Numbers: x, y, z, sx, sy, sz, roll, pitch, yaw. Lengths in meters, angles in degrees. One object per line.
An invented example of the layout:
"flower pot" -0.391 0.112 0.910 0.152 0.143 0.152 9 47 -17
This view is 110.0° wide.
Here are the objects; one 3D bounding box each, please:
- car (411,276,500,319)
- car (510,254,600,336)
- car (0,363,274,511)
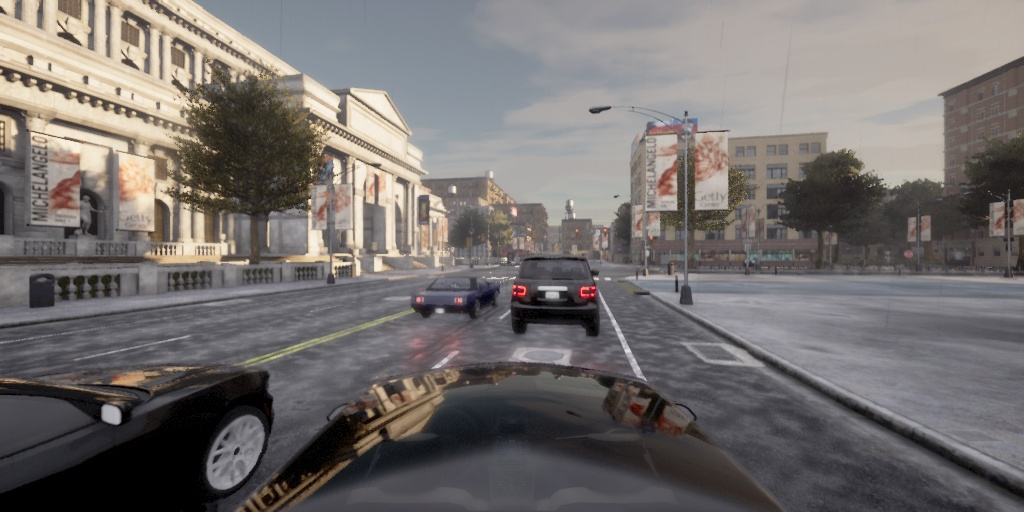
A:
"car" -1.747 1.347 12.865 1.895 1.301 4.718 0 0 10
"car" 1.382 0.968 10.644 2.150 2.045 5.566 0 0 10
"car" -3.232 1.228 1.415 1.882 1.535 5.008 0 0 1
